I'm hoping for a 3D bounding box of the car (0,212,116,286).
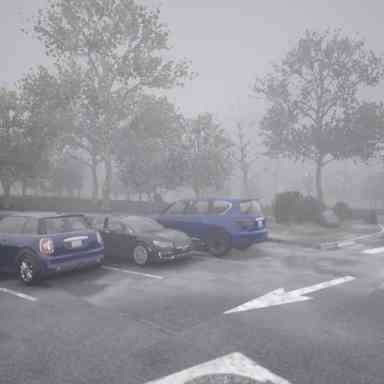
[{"bbox_3d":[-4.679,1.360,9.646,4.553,1.767,2.185,-1,0,34],"label":"car"}]

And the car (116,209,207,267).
[{"bbox_3d":[-2.247,1.486,11.426,4.892,1.521,2.231,-1,-1,34],"label":"car"}]

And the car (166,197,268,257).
[{"bbox_3d":[0.187,1.233,13.186,5.566,2.045,2.435,-1,0,34],"label":"car"}]
